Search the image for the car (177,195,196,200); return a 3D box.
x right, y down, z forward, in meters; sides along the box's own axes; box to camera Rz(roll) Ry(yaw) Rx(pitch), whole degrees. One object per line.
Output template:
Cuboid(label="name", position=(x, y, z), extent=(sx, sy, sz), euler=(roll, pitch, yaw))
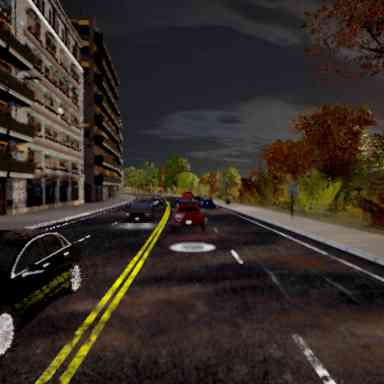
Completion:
Cuboid(label="car", position=(-0.978, 1.390, 37.481), extent=(2.033, 1.411, 5.357), euler=(0, 0, -3))

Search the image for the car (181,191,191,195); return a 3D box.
Cuboid(label="car", position=(-1.183, 0.876, 77.446), extent=(2.150, 2.045, 5.566), euler=(0, 0, -7))

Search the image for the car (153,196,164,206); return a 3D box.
Cuboid(label="car", position=(-5.052, 1.289, 48.806), extent=(2.128, 1.511, 4.902), euler=(0, 0, -4))

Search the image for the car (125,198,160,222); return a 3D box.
Cuboid(label="car", position=(-3.869, 1.446, 25.559), extent=(2.033, 1.411, 5.357), euler=(0, 0, -2))

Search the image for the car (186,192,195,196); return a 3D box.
Cuboid(label="car", position=(0.599, 1.226, 60.482), extent=(2.128, 1.511, 4.902), euler=(0, 0, -5))

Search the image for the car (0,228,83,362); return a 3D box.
Cuboid(label="car", position=(-3.408, 1.484, 5.846), extent=(1.837, 1.490, 4.892), euler=(0, 0, -1))

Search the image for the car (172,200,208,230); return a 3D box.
Cuboid(label="car", position=(-0.242, 1.444, 20.083), extent=(1.812, 1.442, 4.674), euler=(0, 0, -2))

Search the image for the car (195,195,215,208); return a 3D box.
Cuboid(label="car", position=(1.839, 1.371, 44.500), extent=(1.994, 1.385, 4.181), euler=(0, 0, -4))
